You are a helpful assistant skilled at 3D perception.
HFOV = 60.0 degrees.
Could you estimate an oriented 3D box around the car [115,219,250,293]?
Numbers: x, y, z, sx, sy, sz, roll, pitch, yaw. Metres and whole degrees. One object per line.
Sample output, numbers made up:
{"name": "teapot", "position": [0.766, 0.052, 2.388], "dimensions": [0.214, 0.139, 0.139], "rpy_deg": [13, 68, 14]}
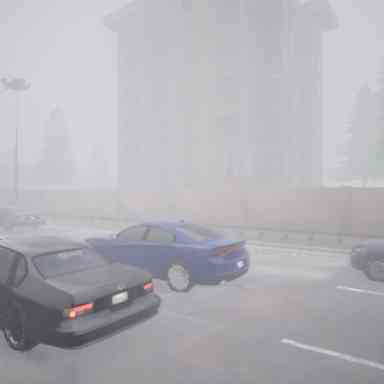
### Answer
{"name": "car", "position": [-0.926, 1.481, 8.948], "dimensions": [5.008, 1.535, 1.882], "rpy_deg": [0, 0, 36]}

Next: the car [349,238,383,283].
{"name": "car", "position": [6.373, 1.524, 8.025], "dimensions": [4.674, 1.442, 1.812], "rpy_deg": [0, 0, 36]}

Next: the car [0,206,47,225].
{"name": "car", "position": [-11.207, 1.561, 20.591], "dimensions": [5.357, 1.411, 2.033], "rpy_deg": [0, 0, 36]}

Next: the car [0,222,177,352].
{"name": "car", "position": [-3.066, 1.551, 6.179], "dimensions": [5.357, 1.411, 2.033], "rpy_deg": [0, 0, 36]}
